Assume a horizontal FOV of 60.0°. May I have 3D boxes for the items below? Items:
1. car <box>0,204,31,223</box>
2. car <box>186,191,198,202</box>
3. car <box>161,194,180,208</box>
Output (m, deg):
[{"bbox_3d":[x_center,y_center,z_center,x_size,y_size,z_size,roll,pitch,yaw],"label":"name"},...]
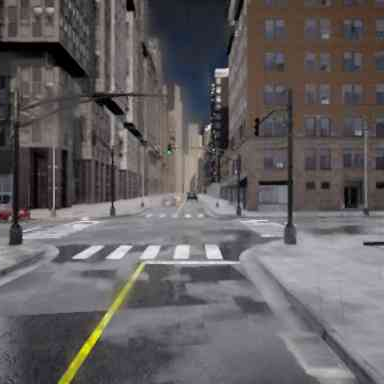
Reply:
[{"bbox_3d":[-14.451,1.605,25.208,4.206,1.307,1.802,0,0,0],"label":"car"},{"bbox_3d":[0.051,0.856,66.974,2.150,2.045,5.566,0,0,0],"label":"car"},{"bbox_3d":[-3.049,1.264,44.402,2.128,1.511,4.902,0,1,0],"label":"car"}]
